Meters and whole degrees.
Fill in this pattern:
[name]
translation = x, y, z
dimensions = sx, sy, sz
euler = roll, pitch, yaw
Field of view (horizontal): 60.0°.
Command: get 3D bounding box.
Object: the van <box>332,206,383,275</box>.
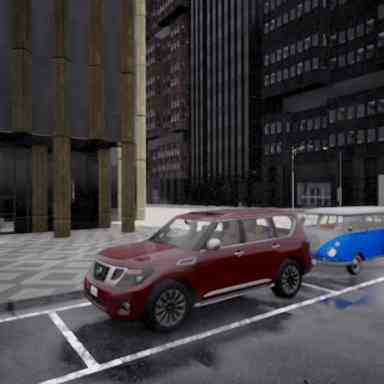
[van]
translation = 4.921, 1.346, 10.171
dimensions = 3.998, 1.788, 1.690
euler = 0, 0, -36

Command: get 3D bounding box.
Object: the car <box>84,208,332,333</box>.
[car]
translation = 0.424, 1.317, 6.961
dimensions = 5.009, 1.841, 2.192
euler = 0, 0, -36
